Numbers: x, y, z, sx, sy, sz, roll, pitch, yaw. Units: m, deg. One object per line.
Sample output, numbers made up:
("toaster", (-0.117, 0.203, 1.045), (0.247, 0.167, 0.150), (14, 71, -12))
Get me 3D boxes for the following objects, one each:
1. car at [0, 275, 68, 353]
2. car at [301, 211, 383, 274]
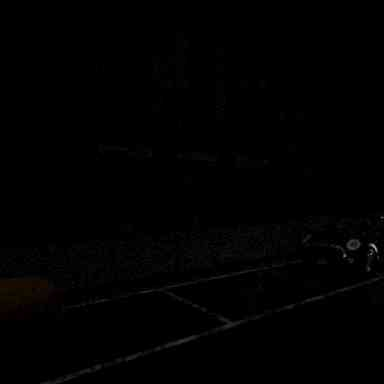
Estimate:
("car", (-4.028, 1.530, 3.779), (4.829, 1.417, 1.752), (0, 0, -36))
("car", (5.231, 1.400, 10.386), (4.097, 1.590, 1.967), (0, 0, -36))
